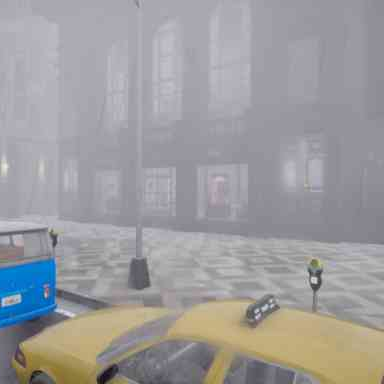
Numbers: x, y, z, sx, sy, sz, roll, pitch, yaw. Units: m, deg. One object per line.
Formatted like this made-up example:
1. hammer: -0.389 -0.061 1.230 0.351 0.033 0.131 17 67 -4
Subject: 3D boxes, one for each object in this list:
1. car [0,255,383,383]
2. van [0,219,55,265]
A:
1. car: 0.320 1.525 2.734 4.829 1.417 1.752 0 0 36
2. van: -4.123 1.341 5.917 3.998 1.788 1.690 0 0 36
